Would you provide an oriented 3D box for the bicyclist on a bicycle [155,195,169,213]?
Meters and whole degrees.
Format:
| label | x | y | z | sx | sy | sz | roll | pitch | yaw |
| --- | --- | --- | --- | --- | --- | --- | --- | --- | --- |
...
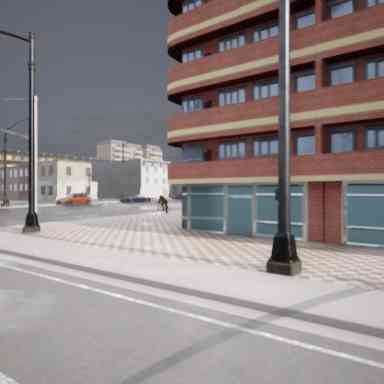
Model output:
| label | x | y | z | sx | sy | sz | roll | pitch | yaw |
| --- | --- | --- | --- | --- | --- | --- | --- | --- | --- |
| bicyclist on a bicycle | -2.613 | 1.078 | 29.255 | 1.656 | 1.620 | 0.582 | 0 | 1 | 37 |

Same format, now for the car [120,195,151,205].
| label | x | y | z | sx | sy | sz | roll | pitch | yaw |
| --- | --- | --- | --- | --- | --- | --- | --- | --- | --- |
| car | -8.349 | 1.151 | 49.162 | 1.895 | 1.301 | 4.718 | 0 | 1 | 37 |

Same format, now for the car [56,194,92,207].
| label | x | y | z | sx | sy | sz | roll | pitch | yaw |
| --- | --- | --- | --- | --- | --- | --- | --- | --- | --- |
| car | -15.931 | 1.041 | 44.836 | 2.097 | 1.767 | 4.553 | 0 | 1 | 37 |

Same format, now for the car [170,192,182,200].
| label | x | y | z | sx | sy | sz | roll | pitch | yaw |
| --- | --- | --- | --- | --- | --- | --- | --- | --- | --- |
| car | -2.109 | 0.775 | 63.282 | 2.128 | 1.511 | 4.902 | 0 | 1 | 37 |
